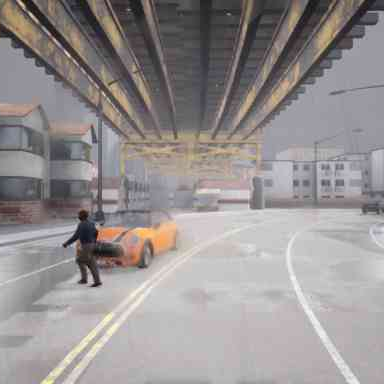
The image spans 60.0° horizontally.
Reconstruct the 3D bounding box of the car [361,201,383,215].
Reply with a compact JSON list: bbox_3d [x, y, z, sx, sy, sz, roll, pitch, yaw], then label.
[{"bbox_3d":[20.992,1.760,37.225,4.902,1.511,2.128,2,-1,-33],"label":"car"}]

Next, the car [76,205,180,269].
[{"bbox_3d":[-1.934,1.366,11.321,2.097,1.767,4.553,0,-1,14],"label":"car"}]

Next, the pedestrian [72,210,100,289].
[{"bbox_3d":[-2.514,1.301,7.861,0.375,1.860,0.375,1,-1,10],"label":"pedestrian"}]
